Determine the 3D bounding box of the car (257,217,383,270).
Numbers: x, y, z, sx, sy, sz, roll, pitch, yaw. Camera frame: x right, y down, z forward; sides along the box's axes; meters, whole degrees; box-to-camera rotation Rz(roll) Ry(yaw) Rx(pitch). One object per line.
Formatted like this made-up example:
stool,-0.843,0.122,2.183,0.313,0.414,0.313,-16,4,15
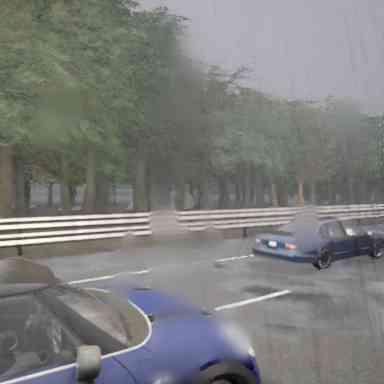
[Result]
car,4.409,1.542,10.996,5.357,1.411,2.033,0,0,-34

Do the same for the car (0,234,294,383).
car,-1.555,1.347,2.590,4.553,1.767,2.097,0,0,-35
